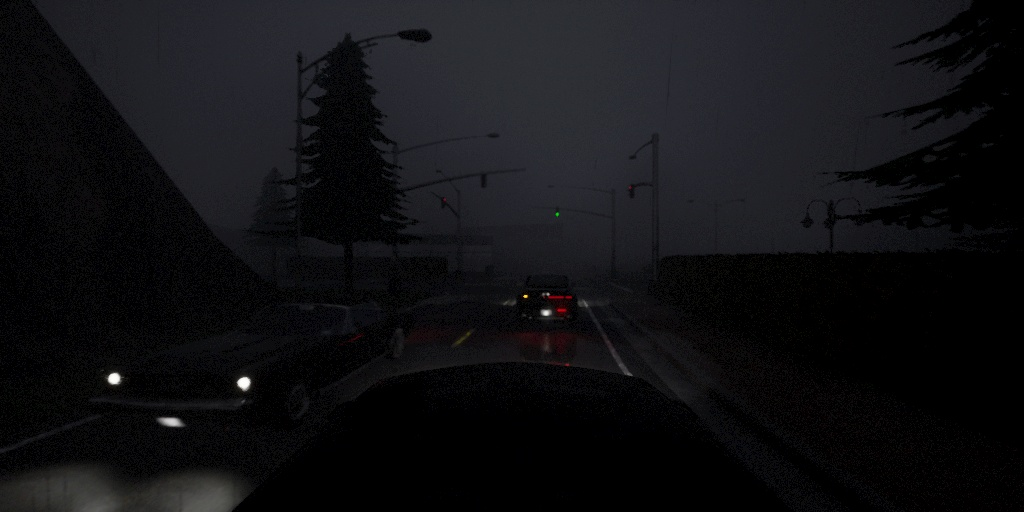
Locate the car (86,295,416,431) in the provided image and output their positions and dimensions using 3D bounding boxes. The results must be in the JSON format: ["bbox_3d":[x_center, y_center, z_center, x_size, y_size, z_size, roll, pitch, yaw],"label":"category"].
[{"bbox_3d":[-3.241,1.369,5.793,1.895,1.301,4.718,0,0,5],"label":"car"}]

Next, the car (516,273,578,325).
[{"bbox_3d":[1.201,1.324,12.260,1.837,1.490,4.892,0,0,6],"label":"car"}]
